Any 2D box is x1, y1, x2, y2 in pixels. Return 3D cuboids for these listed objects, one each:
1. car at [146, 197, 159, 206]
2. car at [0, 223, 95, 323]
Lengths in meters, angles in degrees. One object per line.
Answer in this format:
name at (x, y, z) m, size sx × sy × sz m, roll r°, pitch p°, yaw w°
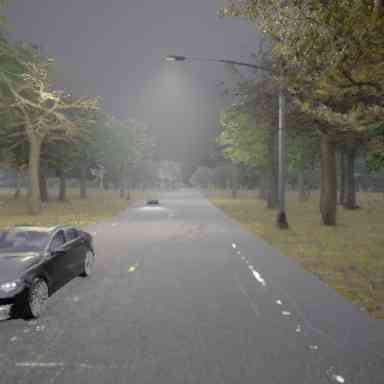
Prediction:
car at (-5.683, 1.360, 48.013) m, size 1.895 × 1.301 × 4.718 m, roll 0°, pitch 1°, yaw -7°
car at (-3.604, 1.494, 7.381) m, size 2.128 × 1.511 × 4.902 m, roll 0°, pitch 0°, yaw 0°
